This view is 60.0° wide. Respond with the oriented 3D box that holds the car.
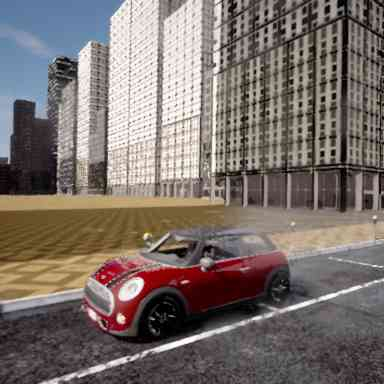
[{"bbox_3d":[0.033,1.453,6.522,4.097,1.590,1.967,0,1,-35],"label":"car"}]
